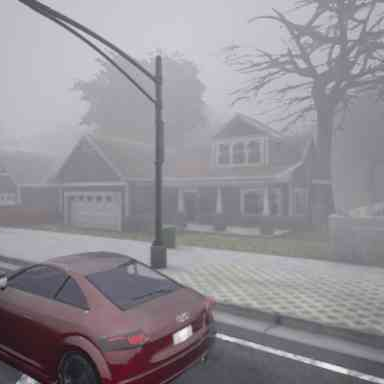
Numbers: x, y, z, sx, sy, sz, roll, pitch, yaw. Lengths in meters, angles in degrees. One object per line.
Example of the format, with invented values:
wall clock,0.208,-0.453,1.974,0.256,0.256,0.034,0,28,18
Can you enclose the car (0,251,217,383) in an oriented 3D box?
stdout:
car,-1.738,1.603,4.922,4.181,1.385,1.994,-1,0,35
